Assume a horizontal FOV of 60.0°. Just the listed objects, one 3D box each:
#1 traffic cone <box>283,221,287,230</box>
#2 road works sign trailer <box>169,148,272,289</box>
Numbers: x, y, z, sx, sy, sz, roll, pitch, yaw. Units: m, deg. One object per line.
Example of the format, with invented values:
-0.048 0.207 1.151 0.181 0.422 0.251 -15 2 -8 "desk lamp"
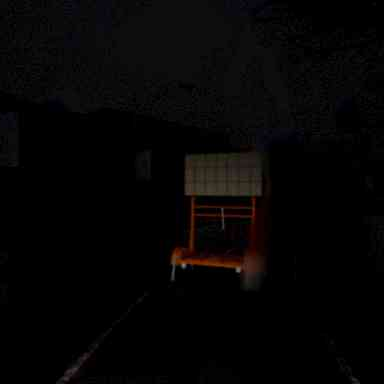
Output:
6.075 2.186 21.627 0.340 0.580 0.340 1 0 21 "traffic cone"
0.928 0.557 9.698 2.380 3.560 2.880 0 -1 21 "road works sign trailer"
